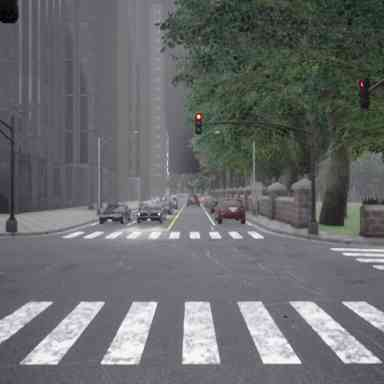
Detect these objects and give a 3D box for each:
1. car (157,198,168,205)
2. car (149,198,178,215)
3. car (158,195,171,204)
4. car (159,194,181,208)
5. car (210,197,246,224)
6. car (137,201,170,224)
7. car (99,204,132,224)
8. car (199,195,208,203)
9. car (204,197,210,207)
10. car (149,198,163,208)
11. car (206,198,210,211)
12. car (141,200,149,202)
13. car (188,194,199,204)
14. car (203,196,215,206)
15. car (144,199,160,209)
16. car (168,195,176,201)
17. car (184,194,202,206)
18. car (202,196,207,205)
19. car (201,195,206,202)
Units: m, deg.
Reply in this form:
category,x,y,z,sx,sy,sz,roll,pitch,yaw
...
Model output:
category,x,y,z,sx,sy,sz,roll,pitch,yaw
car,-5.604,1.732,63.423,1.802,1.307,4.206,0,0,0
car,-3.006,1.623,35.481,2.033,1.411,5.357,0,0,1
car,-5.591,1.480,68.880,2.192,1.841,5.009,0,0,0
car,-2.974,1.455,45.757,2.097,1.767,4.553,0,0,0
car,2.825,1.364,25.212,2.192,1.841,5.009,0,0,0
car,-3.036,1.651,25.664,1.895,1.301,4.718,0,0,0
car,-5.700,1.615,25.224,1.947,1.339,4.313,0,0,0
car,2.577,1.541,75.838,2.097,1.767,4.553,0,0,0
car,2.866,1.643,41.580,2.008,1.369,4.403,0,0,0
car,-5.632,1.703,52.508,1.802,1.307,4.206,0,0,0
car,2.853,1.644,36.124,1.947,1.339,4.313,0,0,0
car,-5.659,1.643,41.594,2.008,1.369,4.403,0,0,0
car,0.267,1.385,68.277,2.150,2.045,5.566,0,0,0
car,2.907,1.576,57.951,1.967,1.590,4.097,0,0,0
car,-5.645,1.689,47.051,1.802,1.307,4.206,0,0,0
car,-5.536,1.672,90.708,1.967,1.590,4.097,0,0,0
car,0.239,1.482,56.244,2.097,1.767,4.553,0,0,0
car,2.880,1.657,47.037,2.008,1.369,4.403,0,0,0
car,2.894,1.561,52.494,1.967,1.590,4.097,0,0,0
